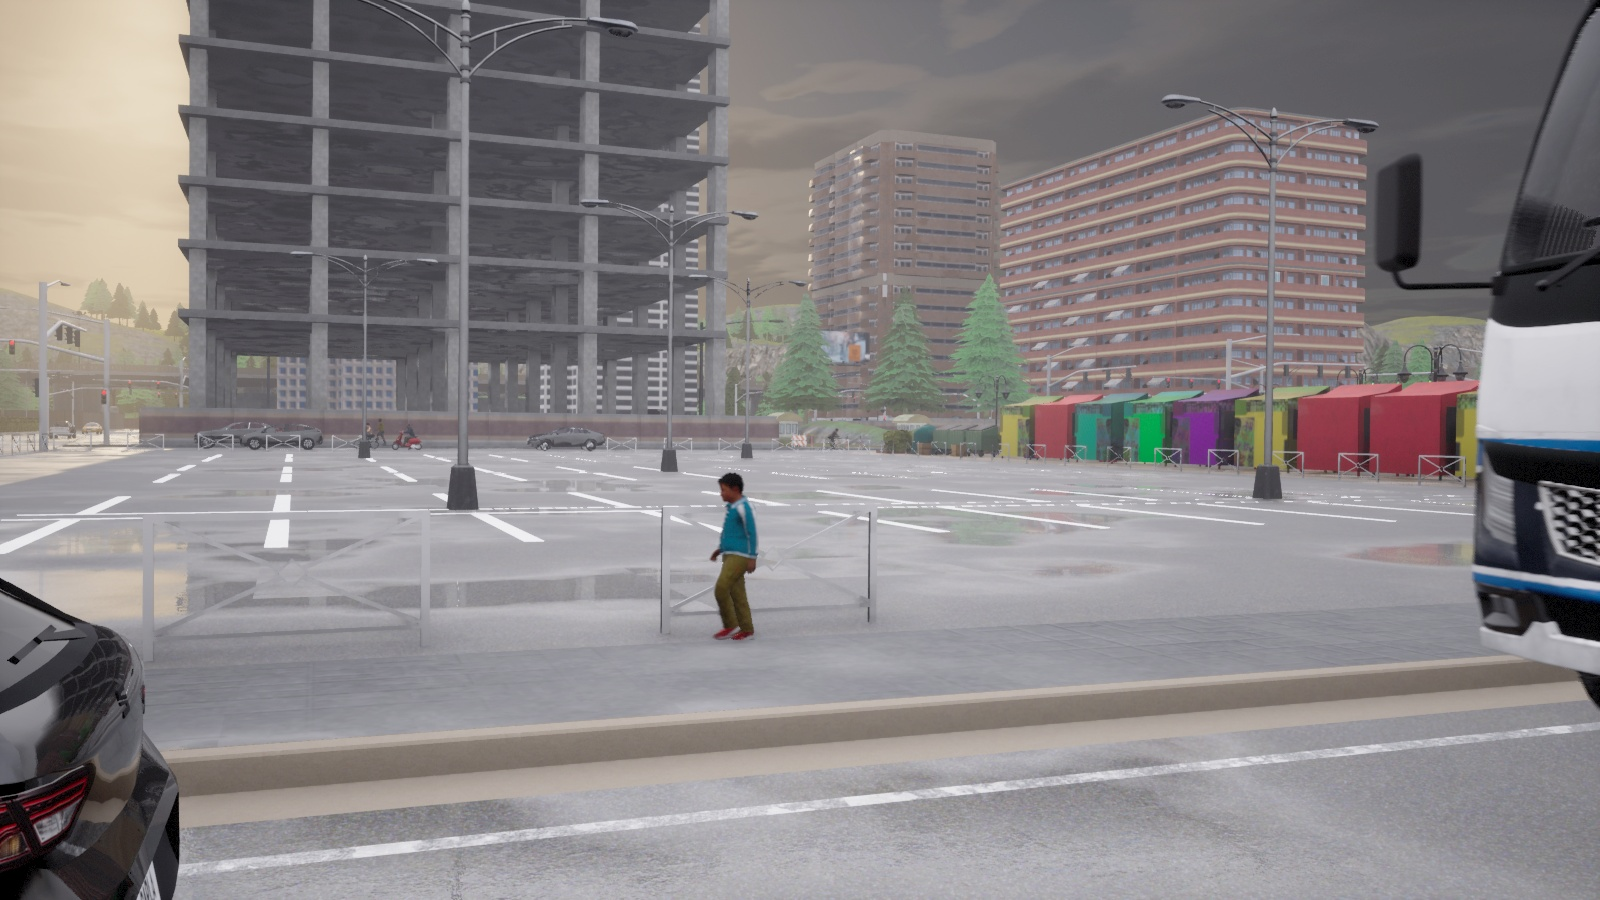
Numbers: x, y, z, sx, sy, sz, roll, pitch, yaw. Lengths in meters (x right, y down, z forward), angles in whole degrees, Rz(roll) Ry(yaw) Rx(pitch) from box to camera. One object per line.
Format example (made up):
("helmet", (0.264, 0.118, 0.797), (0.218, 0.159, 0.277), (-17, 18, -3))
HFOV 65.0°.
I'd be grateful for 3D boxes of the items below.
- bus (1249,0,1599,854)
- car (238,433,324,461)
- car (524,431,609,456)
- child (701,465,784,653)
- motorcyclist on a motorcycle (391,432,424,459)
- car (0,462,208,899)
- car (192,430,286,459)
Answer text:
("bus", (7.712, -0.761, 6.108), (10.273, 4.253, 3.944), (-1, 1, -20))
("car", (-29.989, -0.169, 72.661), (4.514, 1.525, 2.007), (-1, 1, -22))
("car", (-14.696, -0.426, 78.923), (4.902, 1.511, 2.128), (-1, 1, -22))
("child", (-0.381, 0.706, 8.306), (0.448, 1.192, 0.343), (-1, 1, -22))
("motorcyclist on a motorcycle", (-23.535, -0.275, 75.304), (1.817, 1.590, 0.866), (-1, 1, -22))
("car", (-3.322, 0.815, 1.970), (4.193, 1.474, 1.816), (-1, 1, -21))
("car", (-33.451, -0.338, 75.023), (5.027, 1.651, 2.152), (-1, 1, -22))
